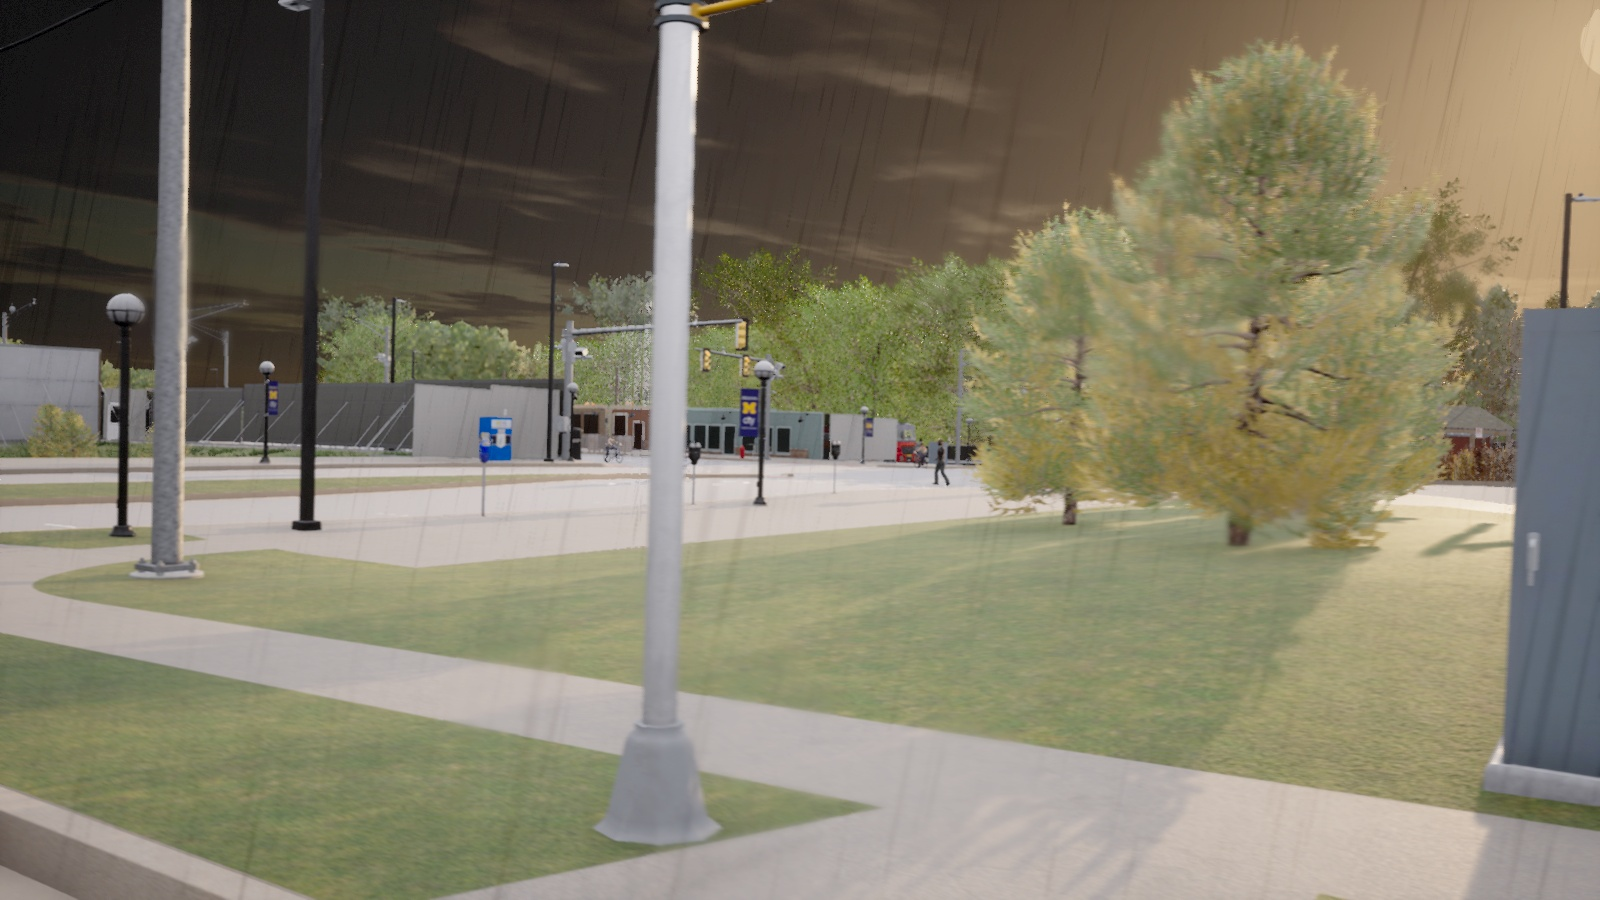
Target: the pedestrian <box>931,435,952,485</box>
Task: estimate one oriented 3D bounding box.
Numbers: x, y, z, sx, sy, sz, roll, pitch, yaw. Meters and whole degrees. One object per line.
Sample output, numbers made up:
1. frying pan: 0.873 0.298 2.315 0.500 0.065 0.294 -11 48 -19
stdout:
1. pedestrian: 5.556 0.386 49.292 0.666 1.930 0.402 2 2 31
